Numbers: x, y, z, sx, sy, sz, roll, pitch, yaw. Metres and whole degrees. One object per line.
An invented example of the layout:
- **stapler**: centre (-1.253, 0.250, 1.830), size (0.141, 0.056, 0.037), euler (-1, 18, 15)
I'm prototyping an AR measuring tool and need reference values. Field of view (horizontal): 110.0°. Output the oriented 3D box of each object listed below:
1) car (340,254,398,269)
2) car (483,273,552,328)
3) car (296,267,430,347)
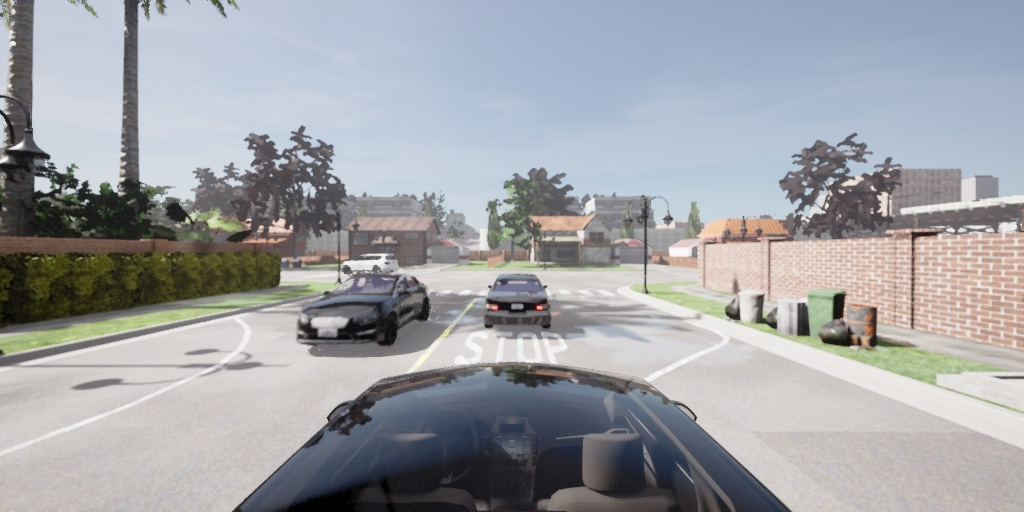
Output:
- **car**: centre (-13.775, 0.825, 34.704), size (5.566, 2.045, 2.150), euler (0, 0, 15)
- **car**: centre (0.172, 1.246, 11.103), size (2.033, 1.411, 5.357), euler (0, 0, 1)
- **car**: centre (-3.488, 1.202, 9.330), size (2.128, 1.511, 4.902), euler (0, 0, 1)
